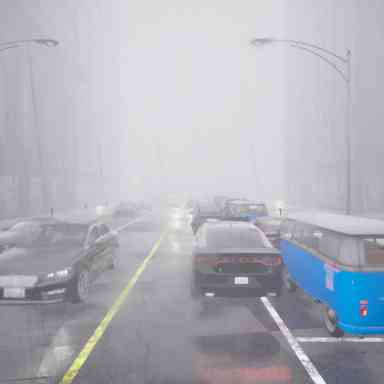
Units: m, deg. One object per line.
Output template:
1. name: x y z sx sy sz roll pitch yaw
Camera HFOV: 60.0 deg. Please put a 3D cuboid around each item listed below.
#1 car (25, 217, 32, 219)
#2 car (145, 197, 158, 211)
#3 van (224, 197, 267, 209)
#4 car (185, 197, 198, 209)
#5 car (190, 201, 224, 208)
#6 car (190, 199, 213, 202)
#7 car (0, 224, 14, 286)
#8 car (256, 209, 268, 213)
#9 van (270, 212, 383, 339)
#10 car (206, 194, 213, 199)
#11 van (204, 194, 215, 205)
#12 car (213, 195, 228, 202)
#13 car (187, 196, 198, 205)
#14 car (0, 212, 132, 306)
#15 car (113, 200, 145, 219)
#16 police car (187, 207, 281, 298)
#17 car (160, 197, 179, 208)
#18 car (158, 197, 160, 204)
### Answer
1. car: -5.650 1.580 12.022 1.802 1.307 4.206 0 0 0
2. car: -5.589 1.567 40.267 1.802 1.307 4.206 0 0 0
3. van: 2.886 1.338 17.655 1.690 1.788 3.998 0 0 0
4. car: 0.106 1.472 44.993 2.128 1.511 4.902 0 0 0
5. car: 0.937 1.503 18.589 1.837 1.490 4.892 0 0 0
6. car: 0.950 1.501 24.588 1.837 1.490 4.892 0 0 0
7. car: -5.662 1.550 6.373 2.008 1.369 4.403 0 0 0
8. car: 2.875 1.543 12.007 1.887 1.381 4.507 0 0 0
9. van: 2.862 1.340 6.359 1.690 1.788 3.998 0 0 0
10. car: 2.922 1.305 34.602 2.192 1.841 5.009 0 0 0
11. van: 2.971 1.304 57.197 1.690 1.788 3.998 0 0 0
12. car: 2.898 1.311 23.304 2.192 1.841 5.009 0 0 0
13. car: 0.124 1.522 60.005 1.994 1.385 4.181 0 0 0
14. car: -3.085 1.490 8.244 2.128 1.511 4.902 0 0 0
15. car: -5.614 1.539 28.969 1.887 1.381 4.507 0 0 0
16. police car: 0.916 1.424 8.699 1.930 1.638 5.238 0 0 0
17. car: -2.904 1.456 46.479 1.882 1.535 5.008 0 0 0
18. car: -5.554 1.528 57.215 1.947 1.339 4.313 0 0 0
